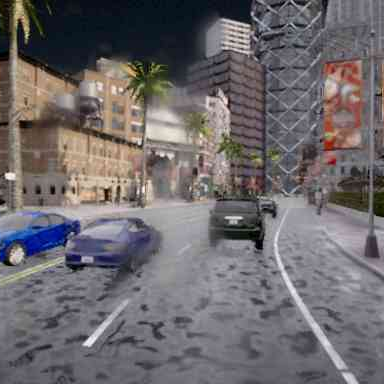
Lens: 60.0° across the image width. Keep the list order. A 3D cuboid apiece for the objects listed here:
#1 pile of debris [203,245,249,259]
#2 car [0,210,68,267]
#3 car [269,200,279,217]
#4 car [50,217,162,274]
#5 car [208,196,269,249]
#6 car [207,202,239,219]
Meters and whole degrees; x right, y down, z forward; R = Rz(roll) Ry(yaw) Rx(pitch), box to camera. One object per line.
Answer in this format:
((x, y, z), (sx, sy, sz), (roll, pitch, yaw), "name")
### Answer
((1.309, 2.172, 12.211), (1.500, 0.140, 1.860), (0, 0, 12), "pile of debris")
((-5.816, 1.437, 11.614), (1.882, 1.535, 5.008), (0, 0, 10), "car")
((7.209, 1.516, 31.937), (1.837, 1.490, 4.892), (0, 0, 17), "car")
((-2.252, 1.505, 10.517), (1.812, 1.442, 4.674), (0, 0, 8), "car")
((2.174, 1.217, 14.957), (2.150, 2.045, 5.566), (0, 0, 14), "car")
((2.901, 1.591, 29.866), (1.895, 1.301, 4.718), (0, 0, 17), "car")
